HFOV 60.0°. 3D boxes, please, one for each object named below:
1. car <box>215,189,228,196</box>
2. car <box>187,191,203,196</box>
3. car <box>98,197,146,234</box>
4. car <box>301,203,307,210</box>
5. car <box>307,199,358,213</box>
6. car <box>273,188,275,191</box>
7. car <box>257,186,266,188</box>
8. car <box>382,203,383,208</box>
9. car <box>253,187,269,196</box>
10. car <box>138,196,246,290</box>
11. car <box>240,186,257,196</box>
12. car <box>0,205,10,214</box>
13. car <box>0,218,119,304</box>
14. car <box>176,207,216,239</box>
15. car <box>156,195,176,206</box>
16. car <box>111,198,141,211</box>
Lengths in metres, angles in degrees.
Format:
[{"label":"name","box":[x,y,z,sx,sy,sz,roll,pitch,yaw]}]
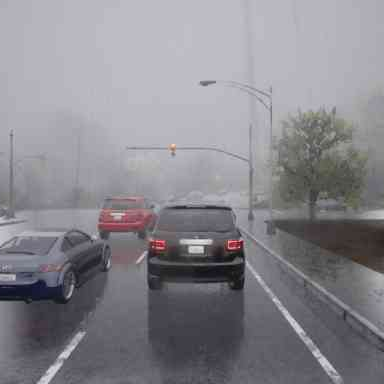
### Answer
[{"label":"car","box":[7.689,0.133,87.649,2.097,1.767,4.553,0,3,30]},{"label":"car","box":[0.667,0.834,74.063,2.150,2.045,5.566,0,2,23]},{"label":"car","box":[-3.282,1.260,17.632,2.150,2.045,5.566,0,0,1]},{"label":"car","box":[16.084,1.549,41.070,4.902,1.511,2.128,-1,0,3]},{"label":"car","box":[15.977,1.646,37.570,4.718,1.301,1.895,-1,0,3]},{"label":"car","box":[23.244,-0.477,92.014,2.033,1.411,5.357,0,3,38]},{"label":"car","box":[19.646,-0.763,93.035,2.150,2.045,5.566,0,3,38]},{"label":"car","box":[25.876,1.349,40.507,4.892,1.490,1.837,-2,0,3]},{"label":"car","box":[17.535,0.264,83.629,1.895,1.301,4.718,0,3,33]},{"label":"car","box":[0.103,1.234,9.233,2.150,2.045,5.566,0,0,0]},{"label":"car","box":[13.966,0.093,84.502,2.097,1.767,4.553,0,3,33]},{"label":"car","box":[-22.427,1.741,36.059,4.902,1.511,2.128,-1,0,2]},{"label":"car","box":[-3.405,1.574,8.230,1.994,1.385,4.181,0,0,2]},{"label":"car","box":[0.249,1.605,18.461,1.994,1.385,4.181,0,0,2]},{"label":"car","box":[-4.636,1.432,59.514,2.097,1.767,4.553,0,1,17]},{"label":"car","box":[-8.402,1.611,42.844,2.128,1.511,4.902,0,0,9]}]
